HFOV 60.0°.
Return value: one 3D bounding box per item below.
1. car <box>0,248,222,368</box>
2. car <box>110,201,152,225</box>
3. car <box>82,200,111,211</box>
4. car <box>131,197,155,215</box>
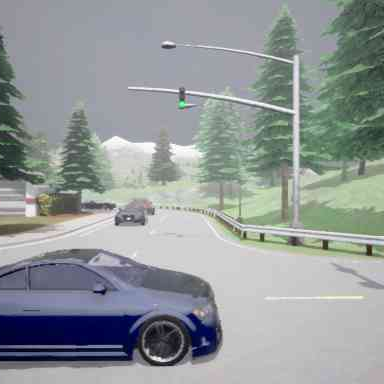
[{"bbox_3d":[-1.640,1.630,5.193,4.181,1.385,1.994,1,0,-2],"label":"car"},{"bbox_3d":[-4.225,1.562,23.688,1.994,1.385,4.181,0,0,-3],"label":"car"},{"bbox_3d":[-11.796,1.603,41.147,4.718,1.301,1.895,0,0,14],"label":"car"},{"bbox_3d":[-5.150,1.349,33.471,2.097,1.767,4.553,0,0,-20],"label":"car"}]
